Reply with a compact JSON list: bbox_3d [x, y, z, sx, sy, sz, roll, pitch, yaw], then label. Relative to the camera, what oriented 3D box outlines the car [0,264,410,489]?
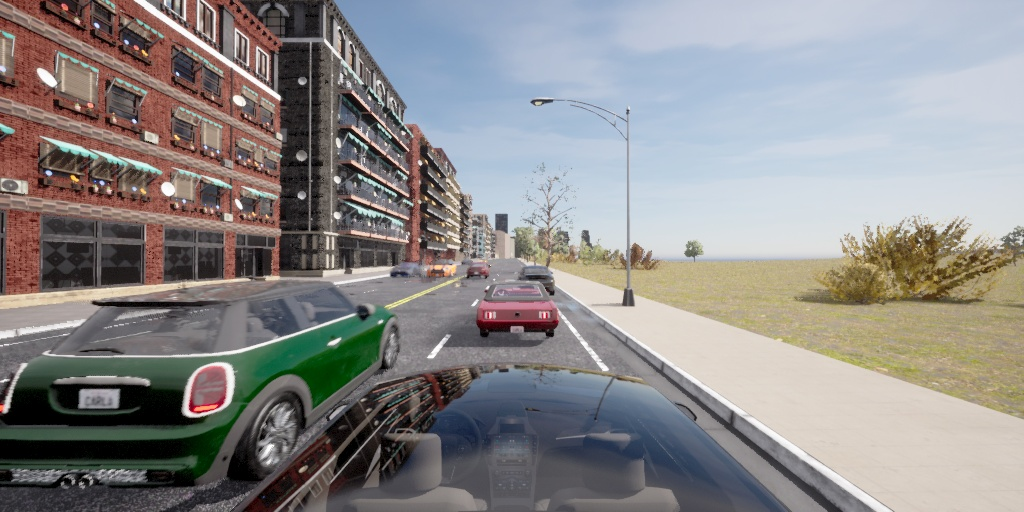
[{"bbox_3d":[-3.140,1.104,4.861,2.097,1.767,4.553,0,0,0],"label":"car"}]

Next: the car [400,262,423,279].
[{"bbox_3d":[-9.709,1.299,33.486,2.033,1.411,5.357,0,0,0],"label":"car"}]

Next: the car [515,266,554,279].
[{"bbox_3d":[1.215,1.257,19.424,1.837,1.490,4.892,0,0,0],"label":"car"}]

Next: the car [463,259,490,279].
[{"bbox_3d":[-3.013,1.278,32.712,1.812,1.442,4.674,0,0,0],"label":"car"}]

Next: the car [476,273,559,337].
[{"bbox_3d":[0.136,1.352,10.224,1.895,1.301,4.718,0,0,0],"label":"car"}]

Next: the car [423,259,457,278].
[{"bbox_3d":[-6.460,1.104,33.398,2.097,1.767,4.553,0,0,0],"label":"car"}]
